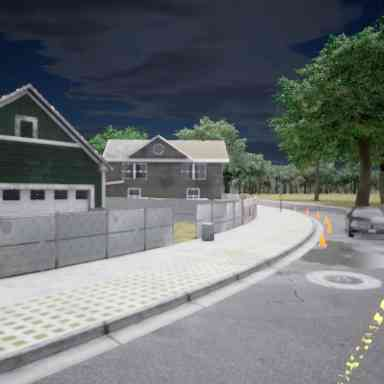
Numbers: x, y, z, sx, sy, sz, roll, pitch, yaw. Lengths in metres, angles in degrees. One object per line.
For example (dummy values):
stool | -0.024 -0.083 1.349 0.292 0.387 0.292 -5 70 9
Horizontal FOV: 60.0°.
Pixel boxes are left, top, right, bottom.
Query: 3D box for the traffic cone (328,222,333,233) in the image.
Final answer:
traffic cone | 7.468 1.912 18.090 0.340 0.580 0.340 0 0 23

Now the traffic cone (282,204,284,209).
traffic cone | 11.259 1.780 41.391 0.340 0.580 0.340 0 0 -4

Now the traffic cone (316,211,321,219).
traffic cone | 10.309 1.864 27.172 0.340 0.580 0.340 0 0 12

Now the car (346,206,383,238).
car | 8.966 1.485 17.082 1.812 1.442 4.674 0 0 22

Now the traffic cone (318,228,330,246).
traffic cone | 5.418 1.930 13.789 0.340 0.580 0.340 0 0 28

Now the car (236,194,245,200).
car | 9.330 1.194 65.598 1.837 1.490 4.892 0 0 -12

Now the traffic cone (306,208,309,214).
traffic cone | 11.074 1.837 31.875 0.340 0.580 0.340 0 0 7
